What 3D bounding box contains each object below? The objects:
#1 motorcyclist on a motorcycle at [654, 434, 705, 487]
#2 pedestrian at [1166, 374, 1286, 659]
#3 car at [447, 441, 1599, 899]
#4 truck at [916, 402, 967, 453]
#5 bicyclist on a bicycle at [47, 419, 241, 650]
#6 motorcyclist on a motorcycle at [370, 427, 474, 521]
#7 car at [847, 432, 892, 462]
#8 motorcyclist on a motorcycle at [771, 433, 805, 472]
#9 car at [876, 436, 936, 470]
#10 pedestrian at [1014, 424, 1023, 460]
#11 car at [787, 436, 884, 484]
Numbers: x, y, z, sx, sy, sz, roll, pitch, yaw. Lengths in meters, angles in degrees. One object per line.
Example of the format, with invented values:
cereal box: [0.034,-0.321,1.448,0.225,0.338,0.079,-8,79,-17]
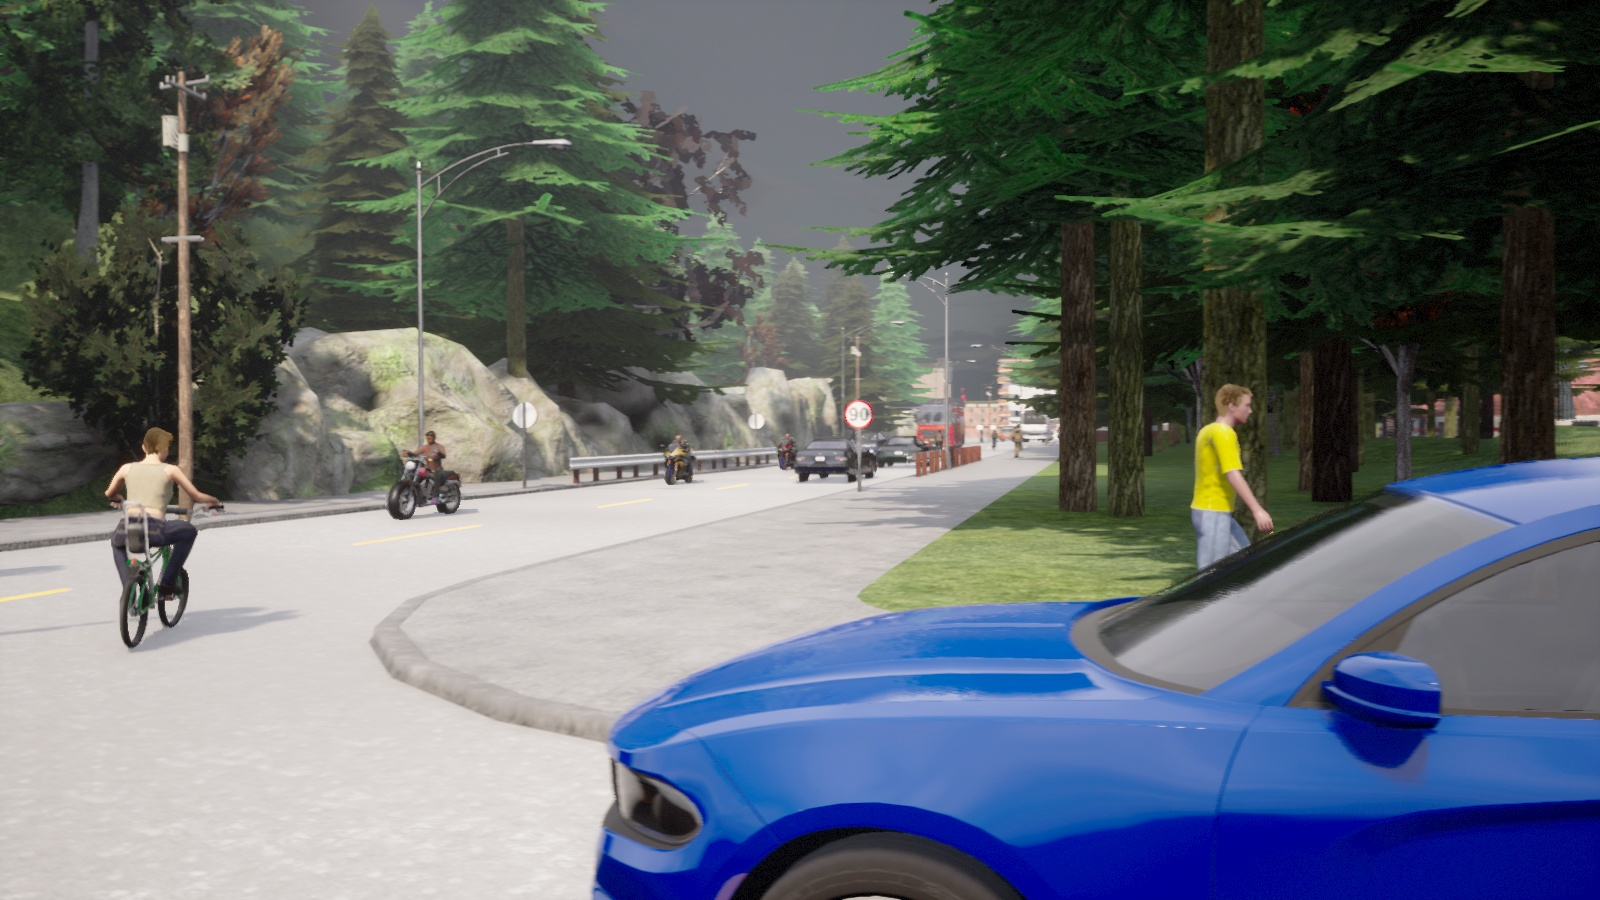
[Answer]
motorcyclist on a motorcycle: [-3.568,0.284,37.371,0.866,1.530,2.191,0,1,13]
pedestrian: [2.810,0.423,8.318,0.706,1.836,0.354,0,1,13]
car: [1.878,0.766,3.087,5.008,1.535,1.882,0,1,14]
truck: [11.150,-1.766,98.043,2.891,3.827,8.468,0,1,14]
bicyclist on a bicycle: [-4.985,0.597,9.663,0.866,1.612,1.509,2,0,-11]
motorcyclist on a motorcycle: [-6.948,0.397,23.243,0.766,1.649,2.350,0,1,13]
car: [3.776,-0.201,67.848,1.789,1.549,3.705,0,1,14]
motorcyclist on a motorcycle: [-0.456,0.101,50.375,0.866,1.530,2.191,0,1,13]
car: [4.652,0.090,54.514,1.994,1.385,4.181,0,1,14]
pedestrian: [11.676,-0.423,67.075,0.396,1.930,0.692,0,1,15]
car: [1.225,0.274,40.210,2.033,1.411,5.357,0,1,13]
